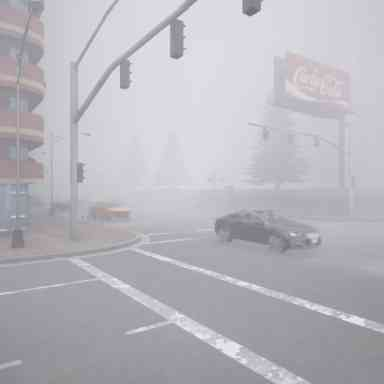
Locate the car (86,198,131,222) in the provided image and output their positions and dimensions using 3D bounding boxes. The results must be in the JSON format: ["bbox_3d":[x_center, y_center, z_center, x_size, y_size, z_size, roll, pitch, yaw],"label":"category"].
[{"bbox_3d":[-6.677,1.477,27.096,1.882,1.535,5.008,0,0,-36],"label":"car"}]

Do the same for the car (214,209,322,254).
[{"bbox_3d":[2.931,1.492,13.833,2.128,1.511,4.902,0,0,-36],"label":"car"}]

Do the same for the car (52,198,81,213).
[{"bbox_3d":[-14.642,1.600,38.096,1.895,1.301,4.718,0,0,-36],"label":"car"}]

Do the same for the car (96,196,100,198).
[{"bbox_3d":[-17.642,1.526,60.448,1.812,1.442,4.674,0,0,-37],"label":"car"}]

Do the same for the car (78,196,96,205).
[{"bbox_3d":[-18.260,1.547,55.348,2.033,1.411,5.357,0,0,-36],"label":"car"}]

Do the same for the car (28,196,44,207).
[{"bbox_3d":[-24.645,1.418,52.058,2.097,1.767,4.553,0,0,-36],"label":"car"}]
